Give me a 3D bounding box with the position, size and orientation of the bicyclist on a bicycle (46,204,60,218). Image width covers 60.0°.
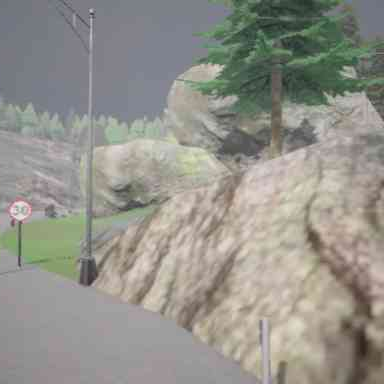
[{"bbox_3d":[-16.407,2.233,39.274,1.656,1.620,0.582,-4,-1,35],"label":"bicyclist on a bicycle"}]

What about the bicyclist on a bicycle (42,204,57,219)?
[{"bbox_3d":[-16.410,2.223,38.267,1.656,1.620,0.582,-3,-1,-1],"label":"bicyclist on a bicycle"}]
